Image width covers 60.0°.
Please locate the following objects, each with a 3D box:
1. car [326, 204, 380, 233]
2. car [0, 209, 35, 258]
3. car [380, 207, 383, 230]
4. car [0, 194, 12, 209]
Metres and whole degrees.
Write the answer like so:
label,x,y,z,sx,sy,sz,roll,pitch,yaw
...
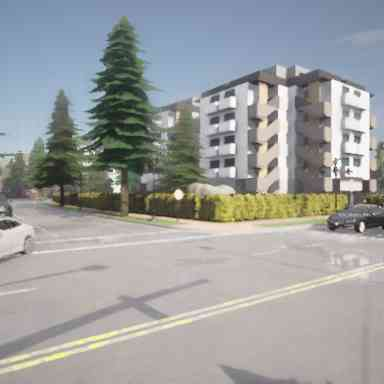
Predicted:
label,x,y,z,sx,sy,sz,roll,pitch,yaw
car,9.929,1.508,19.655,4.892,1.490,1.837,0,0,-35
car,-6.724,1.517,10.587,1.812,1.442,4.674,1,0,1
car,11.922,1.495,16.780,4.902,1.511,2.128,0,0,-35
car,-15.630,1.184,26.169,2.150,2.045,5.566,0,0,-35
